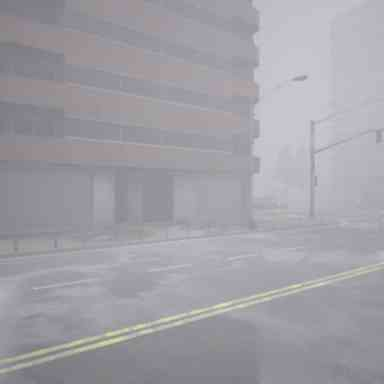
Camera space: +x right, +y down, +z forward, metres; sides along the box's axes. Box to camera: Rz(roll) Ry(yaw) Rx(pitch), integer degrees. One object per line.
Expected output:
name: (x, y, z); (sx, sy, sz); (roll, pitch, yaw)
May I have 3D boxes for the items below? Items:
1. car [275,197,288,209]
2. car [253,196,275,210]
car: (10.582, 1.359, 44.440); (2.097, 1.767, 4.553); (0, 0, -35)
car: (7.752, 1.510, 42.379); (1.837, 1.490, 4.892); (0, 0, -35)
